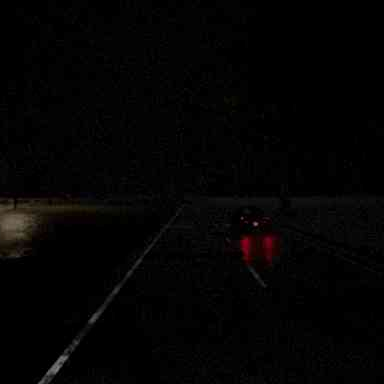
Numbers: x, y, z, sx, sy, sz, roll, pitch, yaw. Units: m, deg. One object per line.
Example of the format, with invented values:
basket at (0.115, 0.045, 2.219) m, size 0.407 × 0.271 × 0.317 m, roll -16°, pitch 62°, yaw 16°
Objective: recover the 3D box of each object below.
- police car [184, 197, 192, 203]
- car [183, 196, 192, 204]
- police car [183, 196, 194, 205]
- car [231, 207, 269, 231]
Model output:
police car at (-1.052, 2.110, 90.410) m, size 1.930 × 1.638 × 5.238 m, roll 0°, pitch 0°, yaw 0°
car at (-1.053, 2.010, 84.270) m, size 2.097 × 1.767 × 4.553 m, roll 0°, pitch 0°, yaw 0°
police car at (-1.052, 2.044, 74.410) m, size 1.930 × 1.638 × 5.238 m, roll 0°, pitch 0°, yaw 0°
car at (3.614, 1.647, 21.164) m, size 1.812 × 1.442 × 4.674 m, roll 0°, pitch -1°, yaw 0°
